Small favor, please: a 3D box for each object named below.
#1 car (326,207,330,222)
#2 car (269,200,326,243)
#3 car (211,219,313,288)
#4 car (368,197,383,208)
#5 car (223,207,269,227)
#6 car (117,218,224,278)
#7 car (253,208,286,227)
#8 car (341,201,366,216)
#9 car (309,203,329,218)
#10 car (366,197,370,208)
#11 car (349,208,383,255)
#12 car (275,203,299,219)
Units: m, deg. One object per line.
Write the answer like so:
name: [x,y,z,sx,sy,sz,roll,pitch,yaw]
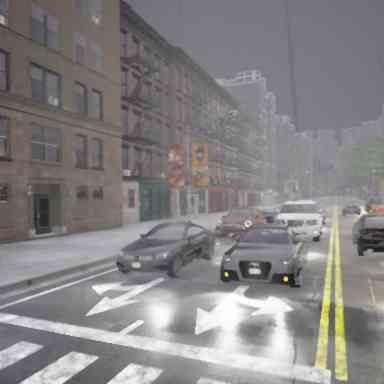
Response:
car: [10.053,1.754,27.685,2.097,1.767,4.553,-1,-1,24]
car: [6.005,1.504,18.388,2.150,2.045,5.566,-1,-1,23]
car: [2.283,1.734,9.795,1.994,1.385,4.181,-1,-1,23]
car: [21.636,1.758,37.700,2.097,1.767,4.553,-1,-1,24]
car: [2.992,1.709,19.595,2.097,1.767,4.553,-1,-1,23]
car: [-0.610,1.775,11.288,1.812,1.442,4.674,-1,-1,23]
car: [6.572,2.064,27.823,1.895,1.301,4.718,-1,-1,23]
car: [18.284,1.964,38.128,2.128,1.511,4.902,-1,-1,24]
car: [14.154,2.044,37.010,1.812,1.442,4.674,-1,-1,24]
car: [24.563,1.714,44.578,2.150,2.045,5.566,-1,-1,23]
car: [7.747,1.636,13.687,1.882,1.535,5.008,-1,-1,23]
car: [10.638,2.057,37.099,1.882,1.535,5.008,-1,-1,24]
